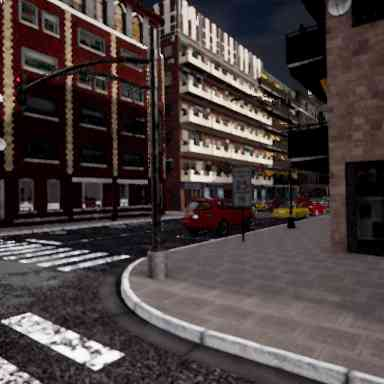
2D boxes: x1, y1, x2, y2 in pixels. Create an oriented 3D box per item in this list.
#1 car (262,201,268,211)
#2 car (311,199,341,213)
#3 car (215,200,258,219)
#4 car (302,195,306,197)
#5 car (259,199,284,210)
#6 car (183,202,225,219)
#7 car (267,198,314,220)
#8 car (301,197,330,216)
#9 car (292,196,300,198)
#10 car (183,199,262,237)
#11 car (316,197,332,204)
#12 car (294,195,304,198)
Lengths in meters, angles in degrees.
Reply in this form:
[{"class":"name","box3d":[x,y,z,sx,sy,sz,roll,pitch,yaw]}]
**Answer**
[{"class":"car","box3d":[7.548,1.660,40.592,1.752,1.417,4.829,-2,-1,36]},{"class":"car","box3d":[14.463,1.496,35.857,2.008,1.369,4.403,-2,-1,36]},{"class":"car","box3d":[4.272,1.570,31.385,1.882,1.535,5.008,-2,-1,36]},{"class":"car","box3d":[19.605,1.621,52.830,2.033,1.411,5.357,-2,-1,36]},{"class":"car","box3d":[10.875,1.716,45.244,1.802,1.307,4.206,-2,-1,36]},{"class":"car","box3d":[1.194,1.701,31.702,1.947,1.339,4.313,-2,-1,36]},{"class":"car","box3d":[8.107,1.471,26.968,1.752,1.417,4.829,-2,-1,36]},{"class":"car","box3d":[11.236,1.490,31.343,1.887,1.381,4.507,-2,-1,36]},{"class":"car","box3d":[14.100,1.700,49.756,1.947,1.339,4.313,-2,-1,36]},{"class":"car","box3d":[1.551,1.261,17.804,2.192,1.841,5.009,-2,-1,36]},{"class":"car","box3d":[27.006,1.707,67.809,2.008,1.369,4.403,-2,-1,36]},{"class":"car","box3d":[17.322,1.451,54.272,2.192,1.841,5.009,-2,-1,36]}]
